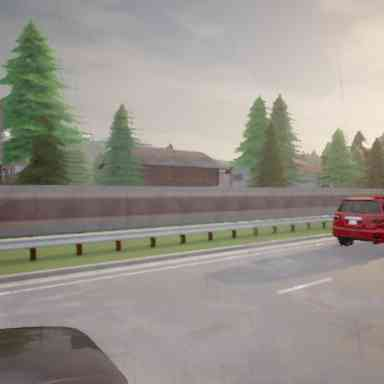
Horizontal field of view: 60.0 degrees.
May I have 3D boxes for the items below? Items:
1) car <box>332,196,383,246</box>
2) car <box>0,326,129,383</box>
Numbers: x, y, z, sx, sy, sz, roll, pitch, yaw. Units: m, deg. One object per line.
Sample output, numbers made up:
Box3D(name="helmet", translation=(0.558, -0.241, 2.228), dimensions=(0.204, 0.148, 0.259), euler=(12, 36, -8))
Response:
Box3D(name="car", translation=(8.129, 1.204, 13.848), dimensions=(5.566, 2.045, 2.150), euler=(0, 0, -36))
Box3D(name="car", translation=(-2.933, 1.549, 1.653), dimensions=(5.357, 1.411, 2.033), euler=(0, 0, -36))
